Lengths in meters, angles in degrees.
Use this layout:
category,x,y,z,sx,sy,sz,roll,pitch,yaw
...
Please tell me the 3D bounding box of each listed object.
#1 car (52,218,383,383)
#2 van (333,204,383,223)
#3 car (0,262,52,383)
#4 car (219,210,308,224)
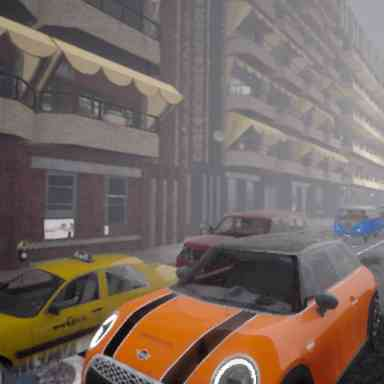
category,x,y,z,sx,sy,sz,roll,pitch,yaw
car,0.909,1.431,4.352,2.097,1.767,4.553,-1,-1,40
van,8.909,1.642,17.821,1.690,1.788,3.998,1,0,40
car,-1.876,1.624,4.990,1.752,1.417,4.829,1,0,40
car,1.795,1.481,9.355,2.192,1.841,5.009,1,0,40
